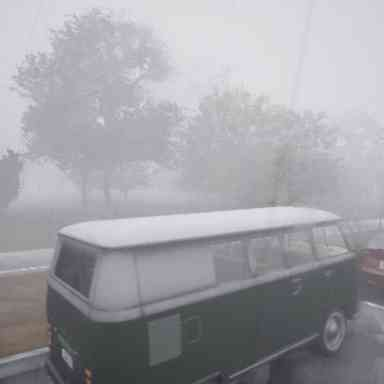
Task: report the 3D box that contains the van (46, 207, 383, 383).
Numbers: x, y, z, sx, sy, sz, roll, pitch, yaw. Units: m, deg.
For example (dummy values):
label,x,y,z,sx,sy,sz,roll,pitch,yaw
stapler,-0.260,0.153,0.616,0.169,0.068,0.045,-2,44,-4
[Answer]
label,x,y,z,sx,sy,sz,roll,pitch,yaw
van,0.549,1.252,4.455,4.442,1.987,1.878,-1,0,-37
